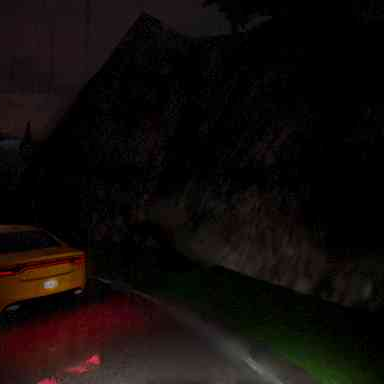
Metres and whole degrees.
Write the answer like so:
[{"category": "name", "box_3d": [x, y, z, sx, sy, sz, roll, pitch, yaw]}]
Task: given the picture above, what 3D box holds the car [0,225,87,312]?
[{"category": "car", "box_3d": [-4.347, 1.478, 7.518, 5.008, 1.535, 1.882, 0, 0, 42]}]
